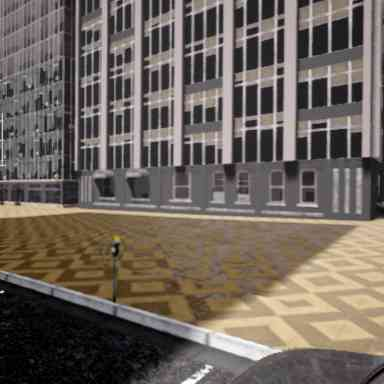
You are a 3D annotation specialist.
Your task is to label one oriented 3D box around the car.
[{"bbox_3d":[2.074,1.556,1.527,4.403,1.369,2.008,0,1,36],"label":"car"}]
